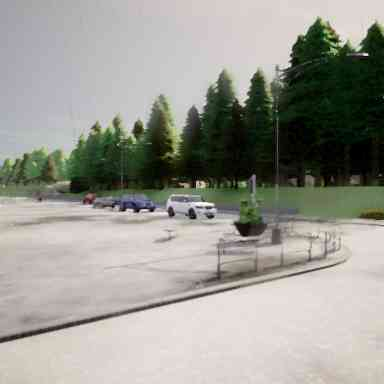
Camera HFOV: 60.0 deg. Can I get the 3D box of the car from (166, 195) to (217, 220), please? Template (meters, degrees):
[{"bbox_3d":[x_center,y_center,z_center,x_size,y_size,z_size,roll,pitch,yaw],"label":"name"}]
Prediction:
[{"bbox_3d":[-0.172,1.251,29.223,2.150,2.045,5.566,0,0,-35],"label":"car"}]

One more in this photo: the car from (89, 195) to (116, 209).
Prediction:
[{"bbox_3d":[-12.250,1.534,46.219,1.837,1.490,4.892,0,0,-35],"label":"car"}]

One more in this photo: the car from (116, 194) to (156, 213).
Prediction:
[{"bbox_3d":[-6.193,1.250,37.674,2.150,2.045,5.566,0,0,-35],"label":"car"}]

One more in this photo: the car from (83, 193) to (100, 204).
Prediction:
[{"bbox_3d":[-18.601,1.258,62.328,2.150,2.045,5.566,0,0,-36],"label":"car"}]
